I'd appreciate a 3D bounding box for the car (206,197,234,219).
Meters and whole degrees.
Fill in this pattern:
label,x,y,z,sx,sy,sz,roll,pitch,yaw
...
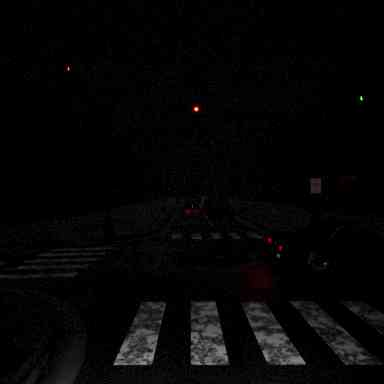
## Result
label,x,y,z,sx,sy,sz,roll,pitch,yaw
car,2.597,1.472,29.715,1.967,1.590,4.097,-1,0,0

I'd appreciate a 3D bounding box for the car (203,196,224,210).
label,x,y,z,sx,sy,sz,roll,pitch,yaw
car,2.590,1.359,35.117,2.192,1.841,5.009,-1,0,0

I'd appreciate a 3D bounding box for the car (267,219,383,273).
label,x,y,z,sx,sy,sz,roll,pitch,yaw
car,4.763,1.467,9.913,4.718,1.301,1.895,-3,1,0

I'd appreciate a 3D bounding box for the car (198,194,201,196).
label,x,y,z,sx,sy,sz,roll,pitch,yaw
car,2.914,1.504,67.886,2.097,1.767,4.553,0,0,0

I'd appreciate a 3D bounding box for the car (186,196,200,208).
label,x,y,z,sx,sy,sz,roll,pitch,yaw
car,0.055,1.680,48.076,1.895,1.301,4.718,0,0,0

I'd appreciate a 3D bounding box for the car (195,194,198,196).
label,x,y,z,sx,sy,sz,roll,pitch,yaw
car,0.021,1.717,68.927,1.994,1.385,4.181,0,0,0

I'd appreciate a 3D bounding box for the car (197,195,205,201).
label,x,y,z,sx,sy,sz,roll,pitch,yaw
car,2.525,1.710,94.544,1.967,1.590,4.097,-1,0,0

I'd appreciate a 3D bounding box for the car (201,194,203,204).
label,x,y,z,sx,sy,sz,roll,pitch,yaw
car,2.584,1.373,40.520,2.192,1.841,5.009,-1,0,0
